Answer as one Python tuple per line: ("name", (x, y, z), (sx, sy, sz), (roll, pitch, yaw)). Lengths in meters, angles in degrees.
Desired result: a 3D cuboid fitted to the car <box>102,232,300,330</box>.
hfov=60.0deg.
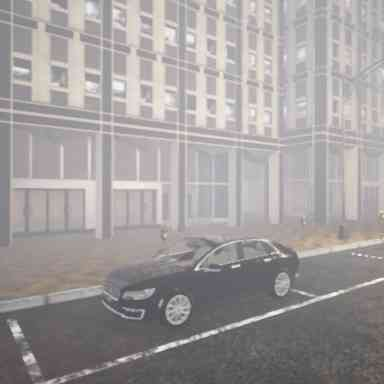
("car", (0.395, 1.555, 6.836), (4.403, 1.369, 2.008), (0, 0, -35))
